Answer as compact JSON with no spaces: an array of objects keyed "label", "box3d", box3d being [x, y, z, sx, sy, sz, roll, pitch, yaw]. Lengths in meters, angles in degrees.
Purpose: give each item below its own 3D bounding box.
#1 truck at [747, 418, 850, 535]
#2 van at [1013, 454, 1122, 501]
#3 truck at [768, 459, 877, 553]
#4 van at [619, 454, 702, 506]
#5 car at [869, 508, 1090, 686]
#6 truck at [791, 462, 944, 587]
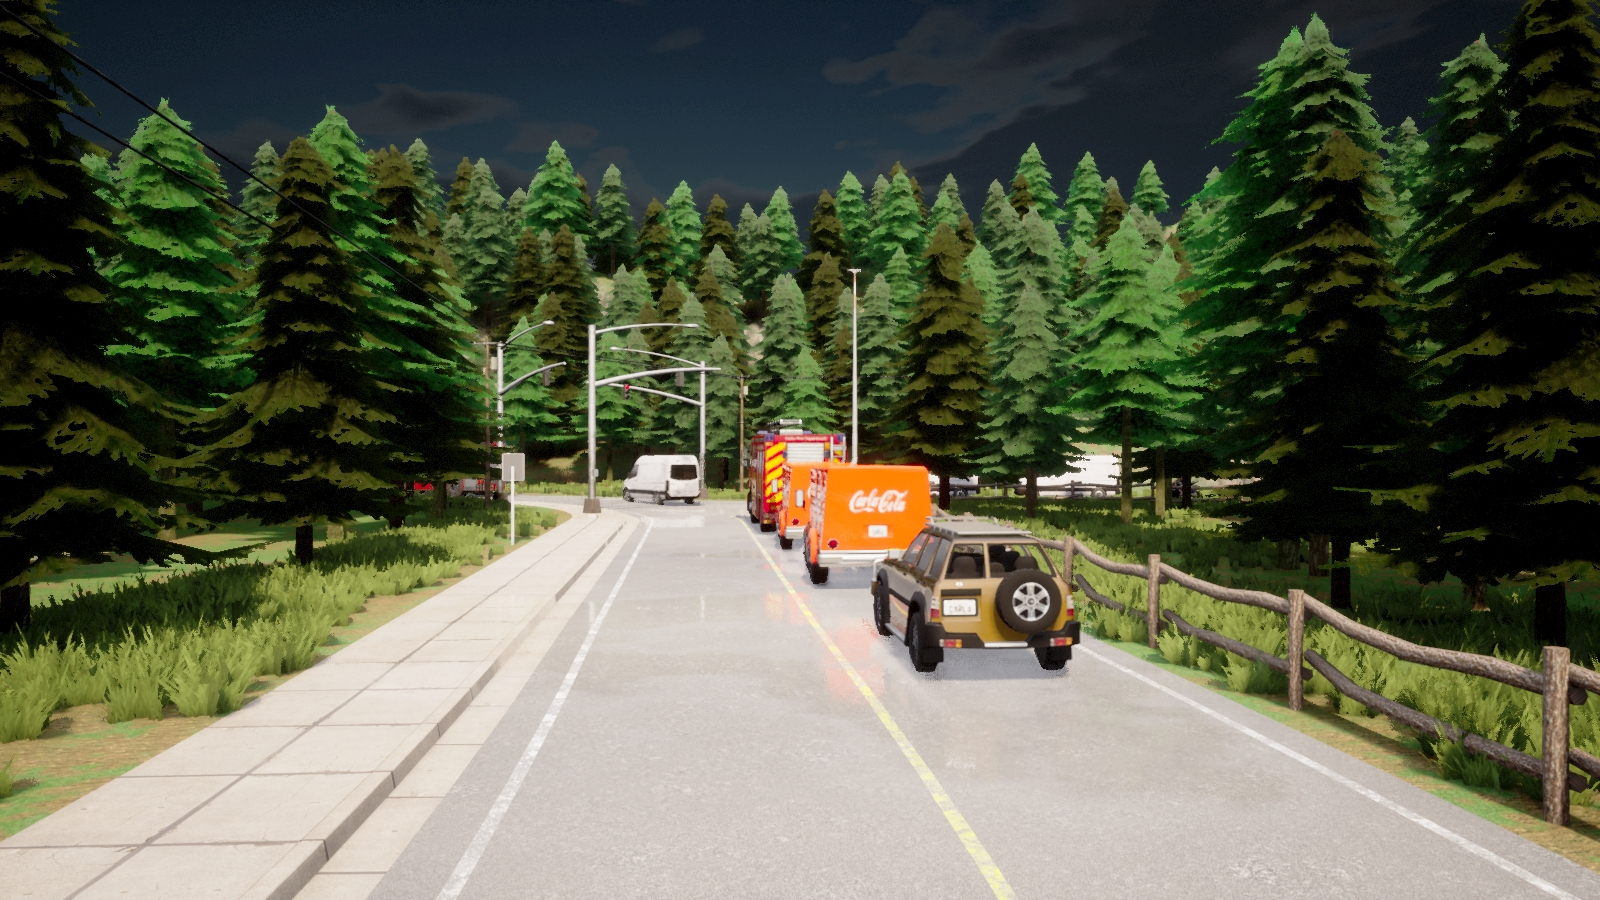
[{"label":"truck","box3d":[-0.249,0.864,41.666,2.891,3.827,8.468,0,0,-6]},{"label":"van","box3d":[15.113,1.534,64.841,5.915,2.561,1.988,0,0,11]},{"label":"truck","box3d":[0.549,1.549,33.857,2.627,2.467,5.204,0,1,-5]},{"label":"van","box3d":[-7.455,1.514,60.524,1.988,2.561,5.915,0,0,-33]},{"label":"car","box3d":[2.254,1.834,15.725,1.932,1.855,4.605,0,0,-5]},{"label":"truck","box3d":[1.339,1.527,25.402,2.627,2.467,5.204,0,-1,-5]}]
